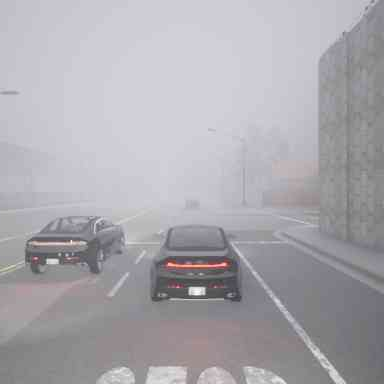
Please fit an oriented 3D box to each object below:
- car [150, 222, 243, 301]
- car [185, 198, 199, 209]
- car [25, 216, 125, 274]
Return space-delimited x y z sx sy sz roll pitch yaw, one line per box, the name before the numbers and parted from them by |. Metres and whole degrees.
car | 0.085 1.505 8.300 1.837 1.490 4.892 0 0 0
car | 0.012 1.491 44.210 2.128 1.511 4.902 0 0 0
car | -3.421 1.492 10.571 2.128 1.511 4.902 0 0 0
